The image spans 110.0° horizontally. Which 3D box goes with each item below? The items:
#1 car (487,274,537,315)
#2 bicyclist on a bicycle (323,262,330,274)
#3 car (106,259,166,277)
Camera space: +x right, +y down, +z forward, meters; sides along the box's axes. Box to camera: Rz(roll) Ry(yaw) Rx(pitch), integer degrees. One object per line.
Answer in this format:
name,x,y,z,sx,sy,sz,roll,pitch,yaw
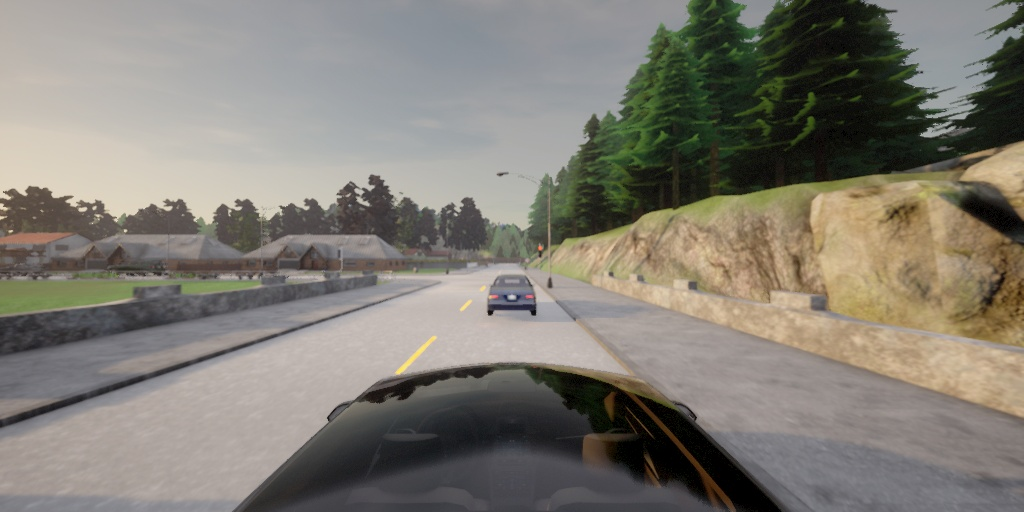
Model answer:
car,0.002,1.436,14.333,2.033,1.411,5.357,0,-1,0
bicyclist on a bicycle,-24.200,1.592,46.768,0.582,1.620,1.656,0,0,0
car,-44.443,1.423,42.468,5.566,2.045,2.150,0,-1,0
